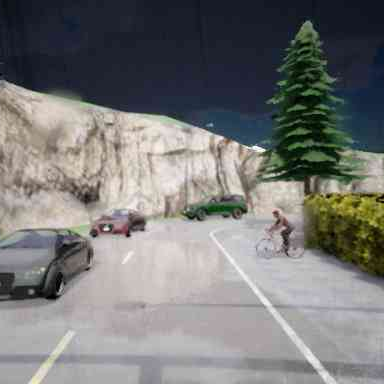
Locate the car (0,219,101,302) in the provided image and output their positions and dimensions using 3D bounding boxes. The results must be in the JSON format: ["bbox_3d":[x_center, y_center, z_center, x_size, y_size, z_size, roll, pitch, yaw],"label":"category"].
[{"bbox_3d":[-3.870,1.612,8.340,1.994,1.385,4.181,-1,0,-2],"label":"car"}]

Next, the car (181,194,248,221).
[{"bbox_3d":[1.906,1.211,27.160,5.566,2.045,2.150,-1,0,-25],"label":"car"}]

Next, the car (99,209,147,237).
[{"bbox_3d":[-3.891,1.616,18.190,1.994,1.385,4.181,-1,0,9],"label":"car"}]

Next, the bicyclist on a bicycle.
[{"bbox_3d":[2.928,1.423,11.015,1.656,1.620,0.582,0,0,-3],"label":"bicyclist on a bicycle"}]
